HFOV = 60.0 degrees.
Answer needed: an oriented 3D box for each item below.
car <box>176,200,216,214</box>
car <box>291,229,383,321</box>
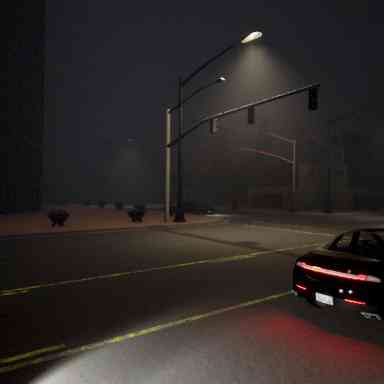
[{"bbox_3d":[0.265,1.624,36.056,2.033,1.411,5.357,1,-1,-35],"label":"car"},{"bbox_3d":[4.098,1.503,6.727,4.902,1.511,2.128,0,0,-35],"label":"car"}]
